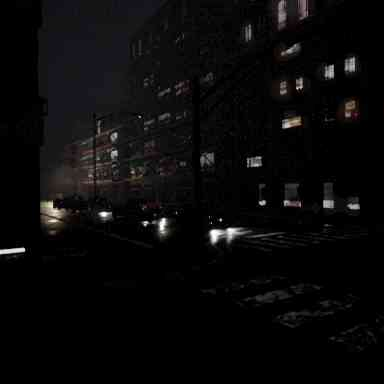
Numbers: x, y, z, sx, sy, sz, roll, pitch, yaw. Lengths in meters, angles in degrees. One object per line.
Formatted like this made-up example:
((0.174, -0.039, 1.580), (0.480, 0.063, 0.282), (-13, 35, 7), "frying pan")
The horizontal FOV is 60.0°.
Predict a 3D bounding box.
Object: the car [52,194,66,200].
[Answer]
((-31.480, 1.118, 78.592), (2.008, 1.369, 4.403), (-1, 1, -35), "car")

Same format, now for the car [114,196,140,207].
((-9.025, 1.260, 45.964), (1.752, 1.417, 4.829), (-1, 1, -35), "car")

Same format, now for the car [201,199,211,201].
((0.820, 1.354, 31.843), (1.887, 1.381, 4.507), (-1, 1, -35), "car")

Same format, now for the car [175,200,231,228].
((0.618, 1.504, 21.742), (1.994, 1.385, 4.181), (-1, 1, -34), "car")

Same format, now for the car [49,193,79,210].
((-15.830, 1.309, 41.072), (1.967, 1.590, 4.097), (-1, 1, -35), "car")

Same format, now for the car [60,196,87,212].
((-12.607, 1.445, 36.391), (2.008, 1.369, 4.403), (-1, 1, -35), "car")

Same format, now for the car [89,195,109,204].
((-15.468, 1.211, 55.326), (1.752, 1.417, 4.829), (-1, 1, -35), "car")

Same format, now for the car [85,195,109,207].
((-13.821, 1.262, 48.271), (1.837, 1.490, 4.892), (-1, 1, -34), "car")

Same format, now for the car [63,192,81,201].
((-25.038, 0.929, 69.227), (2.192, 1.841, 5.009), (-1, 1, -35), "car")

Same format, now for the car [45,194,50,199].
((-34.798, 1.069, 83.412), (1.752, 1.417, 4.829), (-1, 1, -35), "car")

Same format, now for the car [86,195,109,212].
((-9.873, 1.421, 36.994), (1.994, 1.385, 4.181), (-1, 1, -35), "car")

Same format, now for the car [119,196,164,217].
((-4.278, 1.253, 28.848), (2.097, 1.767, 4.553), (-1, 1, -35), "car")

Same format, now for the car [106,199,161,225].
((-4.374, 1.506, 24.201), (1.887, 1.381, 4.507), (-1, 1, -35), "car")
